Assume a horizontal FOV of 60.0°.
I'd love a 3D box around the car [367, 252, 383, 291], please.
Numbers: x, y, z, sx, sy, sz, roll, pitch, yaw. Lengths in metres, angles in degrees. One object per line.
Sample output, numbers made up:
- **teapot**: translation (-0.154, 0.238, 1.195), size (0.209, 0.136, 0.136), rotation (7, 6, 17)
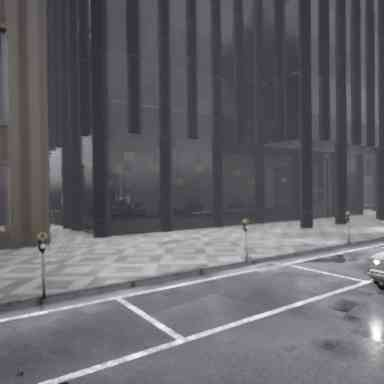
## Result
- **car**: translation (6.070, 1.561, 7.706), size (4.718, 1.301, 1.895), rotation (0, 0, -35)
